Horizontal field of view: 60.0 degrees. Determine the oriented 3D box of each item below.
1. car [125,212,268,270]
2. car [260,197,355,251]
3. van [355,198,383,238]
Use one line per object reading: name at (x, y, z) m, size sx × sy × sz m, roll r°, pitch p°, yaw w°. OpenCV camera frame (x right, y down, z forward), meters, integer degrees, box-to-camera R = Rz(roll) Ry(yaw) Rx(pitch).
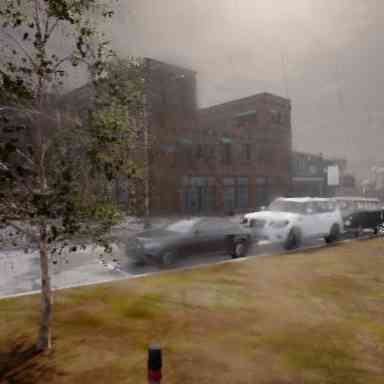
car at (0.100, 1.509, 10.977) m, size 4.674 × 1.452 × 2.002 m, roll 2°, pitch -1°, yaw -38°
car at (4.486, 1.245, 14.400) m, size 5.566 × 2.045 × 2.435 m, roll 2°, pitch 0°, yaw -41°
van at (8.702, 1.296, 17.937) m, size 4.442 × 1.987 × 1.878 m, roll 2°, pitch 0°, yaw -43°
